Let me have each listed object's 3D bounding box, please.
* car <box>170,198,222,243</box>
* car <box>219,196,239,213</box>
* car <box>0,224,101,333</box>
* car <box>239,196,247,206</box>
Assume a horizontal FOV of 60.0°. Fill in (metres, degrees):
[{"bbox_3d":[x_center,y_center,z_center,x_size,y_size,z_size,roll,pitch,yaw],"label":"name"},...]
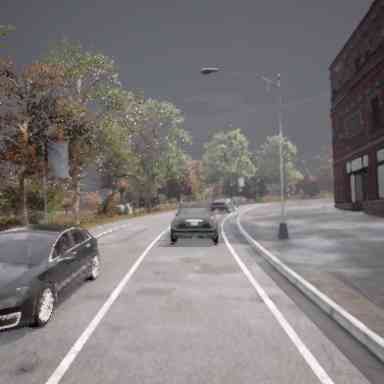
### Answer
[{"bbox_3d":[0.181,1.333,16.018,2.097,1.767,4.553,0,0,2],"label":"car"},{"bbox_3d":[3.264,1.379,34.357,1.837,1.490,4.892,-2,0,18],"label":"car"},{"bbox_3d":[-3.354,1.509,7.071,1.837,1.490,4.892,0,0,0],"label":"car"},{"bbox_3d":[6.583,1.385,49.645,2.128,1.511,4.902,-3,-1,32],"label":"car"}]
